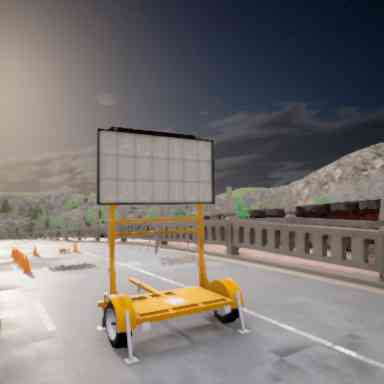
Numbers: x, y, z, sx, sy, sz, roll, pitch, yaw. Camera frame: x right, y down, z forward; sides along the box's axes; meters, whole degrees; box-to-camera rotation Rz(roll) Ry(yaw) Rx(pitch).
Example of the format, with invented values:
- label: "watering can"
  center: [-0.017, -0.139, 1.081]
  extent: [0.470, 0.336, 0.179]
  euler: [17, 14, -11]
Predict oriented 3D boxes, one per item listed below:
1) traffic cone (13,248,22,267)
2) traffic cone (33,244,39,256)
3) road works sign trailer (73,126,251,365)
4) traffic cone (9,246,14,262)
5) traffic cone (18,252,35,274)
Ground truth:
- label: "traffic cone"
  center: [-6.770, 2.624, 13.167]
  extent: [0.340, 0.580, 0.340]
  euler: [1, -5, -32]
- label: "traffic cone"
  center: [-8.058, 2.968, 17.068]
  extent: [0.340, 0.580, 0.340]
  euler: [1, -6, -32]
- label: "road works sign trailer"
  center: [-0.696, 0.643, 6.388]
  extent: [2.380, 3.560, 2.880]
  euler: [1, -3, -30]
- label: "traffic cone"
  center: [-7.837, 2.783, 14.852]
  extent: [0.340, 0.580, 0.340]
  euler: [1, -5, -32]
- label: "traffic cone"
  center: [-5.701, 2.481, 11.479]
  extent: [0.340, 0.580, 0.340]
  euler: [1, -4, -32]
